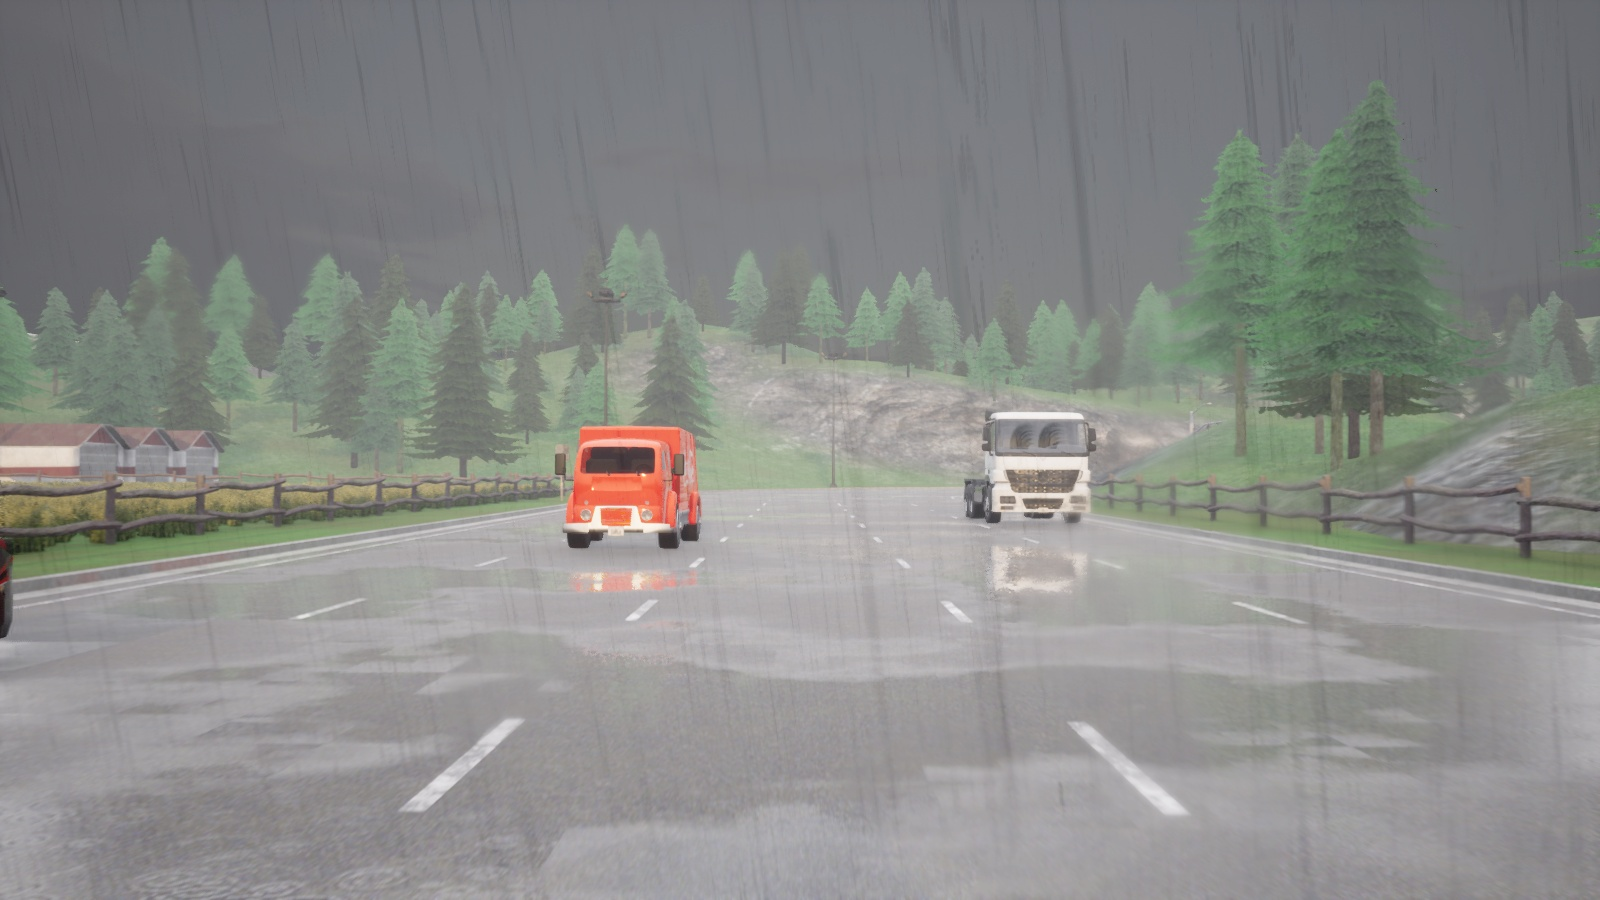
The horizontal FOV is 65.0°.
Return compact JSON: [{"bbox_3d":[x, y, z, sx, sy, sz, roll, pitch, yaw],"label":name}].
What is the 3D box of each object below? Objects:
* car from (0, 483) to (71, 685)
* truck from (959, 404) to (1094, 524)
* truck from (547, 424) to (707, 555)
[{"bbox_3d":[-7.019,0.973,7.783,2.163,1.488,4.792,0,-1,1],"label":"car"},{"bbox_3d":[7.061,0.479,40.304,2.891,3.462,7.936,0,-1,0],"label":"truck"},{"bbox_3d":[-3.472,0.783,26.374,2.627,2.467,5.204,0,-1,0],"label":"truck"}]
